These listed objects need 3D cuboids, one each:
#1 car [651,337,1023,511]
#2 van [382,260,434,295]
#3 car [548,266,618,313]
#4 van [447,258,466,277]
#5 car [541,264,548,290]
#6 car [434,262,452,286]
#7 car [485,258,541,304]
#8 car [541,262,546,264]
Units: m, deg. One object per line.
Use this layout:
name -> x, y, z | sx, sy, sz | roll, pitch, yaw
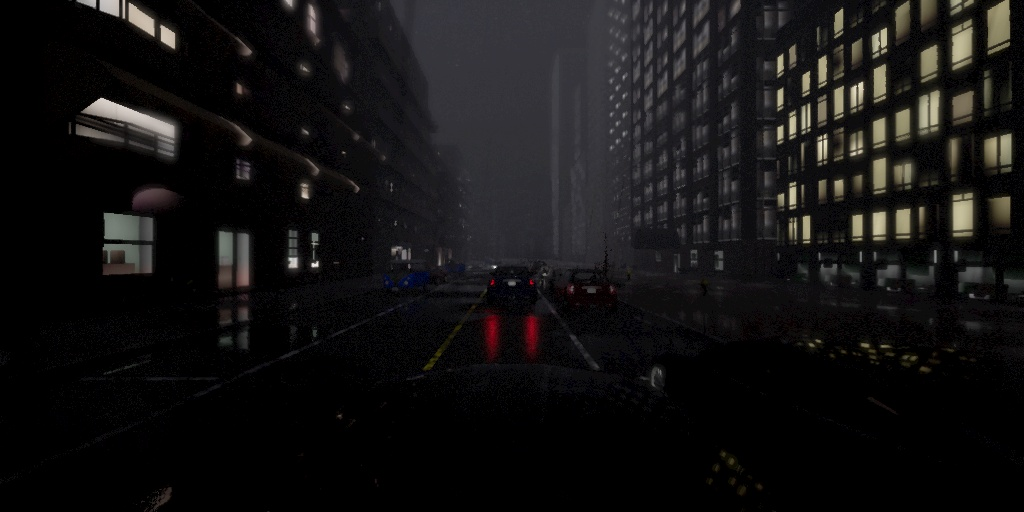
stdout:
car -> 2.691, 1.314, 2.972 | 1.948, 1.339, 4.313 | 0, 0, 0
van -> -5.690, 1.095, 19.542 | 1.690, 1.789, 3.998 | 0, 0, 0
car -> 2.691, 1.192, 14.018 | 1.967, 1.591, 4.097 | 0, 0, 0
van -> -5.690, 1.104, 36.109 | 1.690, 1.789, 3.998 | 0, 0, 0
car -> 2.691, 1.305, 19.541 | 2.007, 1.370, 4.403 | 0, 0, 0
car -> -5.690, 1.302, 25.065 | 1.888, 1.381, 4.507 | 0, 0, 0
car -> 0.000, 1.120, 16.470 | 2.097, 1.767, 4.553 | 0, 0, 0
car -> 2.691, 1.307, 25.064 | 2.007, 1.370, 4.403 | 0, 0, 0
